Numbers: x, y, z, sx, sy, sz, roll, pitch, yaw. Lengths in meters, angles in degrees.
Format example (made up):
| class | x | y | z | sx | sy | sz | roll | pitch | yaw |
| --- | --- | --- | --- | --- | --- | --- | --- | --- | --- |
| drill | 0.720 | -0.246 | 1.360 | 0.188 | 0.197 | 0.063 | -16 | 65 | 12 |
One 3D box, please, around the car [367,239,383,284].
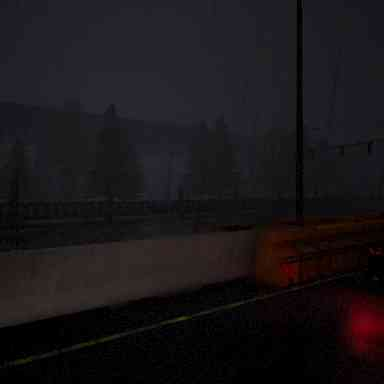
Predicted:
| class | x | y | z | sx | sy | sz | roll | pitch | yaw |
| --- | --- | --- | --- | --- | --- | --- | --- | --- | --- |
| car | 6.346 | 1.477 | 8.273 | 5.008 | 1.535 | 1.882 | 0 | 0 | -35 |
